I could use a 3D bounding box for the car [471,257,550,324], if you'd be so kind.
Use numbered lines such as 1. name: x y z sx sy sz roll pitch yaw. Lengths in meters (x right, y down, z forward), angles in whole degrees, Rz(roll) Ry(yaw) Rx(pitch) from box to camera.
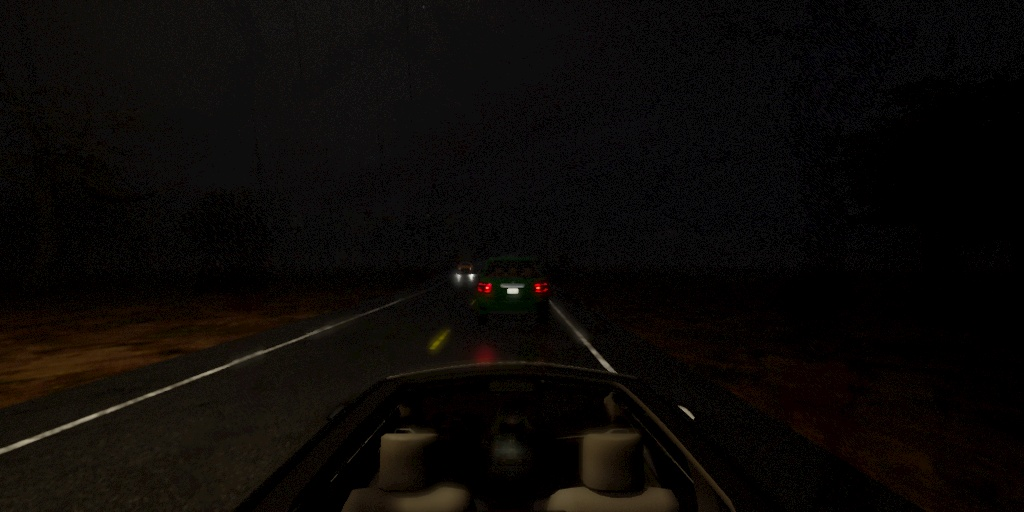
1. car: 0.052 1.044 12.468 2.150 2.045 5.566 0 0 1

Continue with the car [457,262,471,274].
1. car: -5.860 1.488 45.346 1.882 1.535 5.008 0 0 -6
